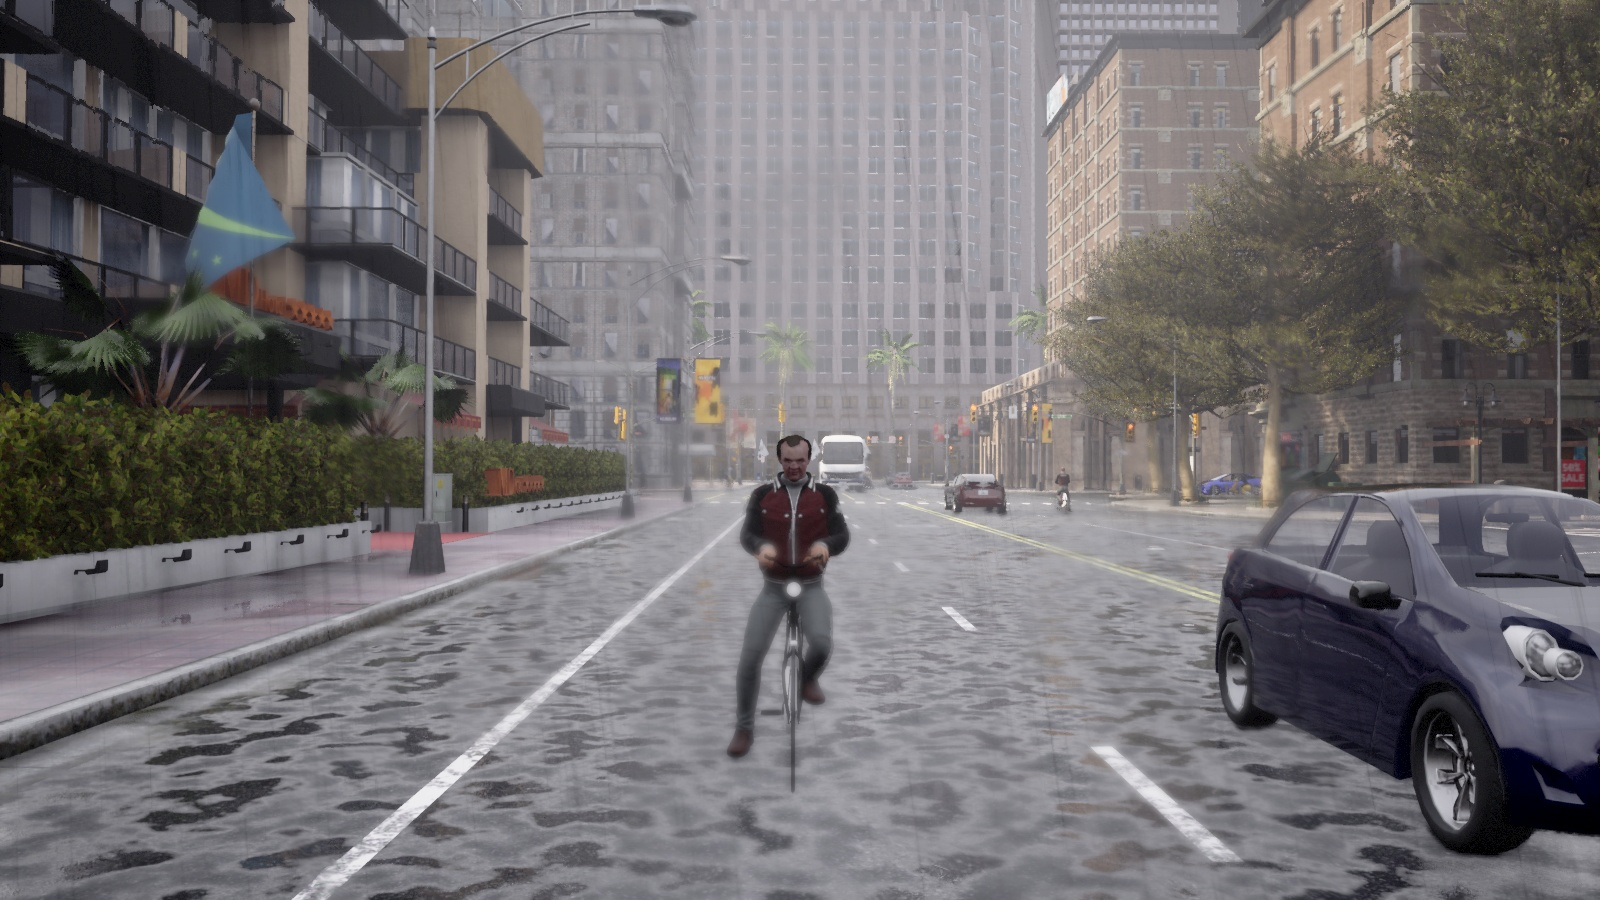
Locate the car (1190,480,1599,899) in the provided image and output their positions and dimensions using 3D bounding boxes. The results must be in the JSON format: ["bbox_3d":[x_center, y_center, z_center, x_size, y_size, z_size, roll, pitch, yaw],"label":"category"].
[{"bbox_3d":[3.475,0.921,6.353,1.845,1.501,3.633,0,-1,0],"label":"car"}]

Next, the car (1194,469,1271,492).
[{"bbox_3d":[29.324,2.072,85.222,4.514,1.525,2.007,0,-1,1],"label":"car"}]

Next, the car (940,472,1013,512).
[{"bbox_3d":[6.819,1.608,48.996,2.163,1.488,4.792,0,-1,0],"label":"car"}]

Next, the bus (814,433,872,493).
[{"bbox_3d":[3.145,1.020,95.195,3.944,4.253,10.273,0,-1,0],"label":"bus"}]

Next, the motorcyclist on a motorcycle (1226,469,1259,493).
[{"bbox_3d":[28.779,2.021,81.705,1.817,1.590,0.866,0,-1,1],"label":"motorcyclist on a motorcycle"}]

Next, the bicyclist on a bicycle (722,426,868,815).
[{"bbox_3d":[-0.027,0.797,6.671,0.659,1.776,1.843,0,-1,0],"label":"bicyclist on a bicycle"}]
